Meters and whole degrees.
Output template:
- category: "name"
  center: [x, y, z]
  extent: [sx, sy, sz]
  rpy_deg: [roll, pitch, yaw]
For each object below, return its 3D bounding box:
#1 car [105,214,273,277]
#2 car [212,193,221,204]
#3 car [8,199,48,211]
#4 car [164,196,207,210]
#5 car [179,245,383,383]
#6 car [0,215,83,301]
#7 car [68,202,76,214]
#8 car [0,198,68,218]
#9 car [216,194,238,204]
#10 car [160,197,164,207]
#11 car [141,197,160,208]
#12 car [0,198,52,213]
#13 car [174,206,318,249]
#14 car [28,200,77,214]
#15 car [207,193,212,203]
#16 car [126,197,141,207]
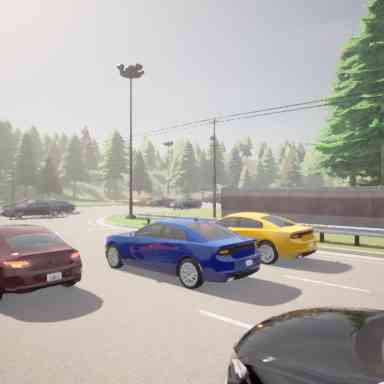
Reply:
- category: "car"
  center: [-0.505, 1.478, 9.331]
  extent: [5.008, 1.535, 1.882]
  rpy_deg: [0, 0, 43]
- category: "car"
  center: [6.790, 1.225, 61.174]
  extent: [2.150, 2.045, 5.566]
  rpy_deg: [0, 0, 43]
- category: "car"
  center: [-20.569, 1.567, 41.820]
  extent: [1.994, 1.385, 4.181]
  rpy_deg: [0, 0, 43]
- category: "car"
  center: [-0.777, 1.489, 42.649]
  extent: [2.128, 1.511, 4.902]
  rpy_deg: [0, 0, 43]
- category: "car"
  center: [2.427, 1.492, 1.977]
  extent: [4.902, 1.511, 2.128]
  rpy_deg: [0, 0, 42]
- category: "car"
  center: [-4.444, 1.526, 8.195]
  extent: [4.674, 1.442, 1.812]
  rpy_deg: [0, 0, 42]
- category: "car"
  center: [-14.016, 1.527, 33.437]
  extent: [1.812, 1.442, 4.674]
  rpy_deg: [0, 0, 43]
- category: "car"
  center: [-13.710, 1.493, 28.598]
  extent: [2.128, 1.511, 4.902]
  rpy_deg: [0, 0, 43]
- category: "car"
  center: [7.015, 1.354, 66.505]
  extent: [2.097, 1.767, 4.553]
  rpy_deg: [0, 0, 43]
- category: "car"
  center: [-1.759, 1.603, 46.751]
  extent: [1.895, 1.301, 4.718]
  rpy_deg: [0, 0, 43]
- category: "car"
  center: [-4.590, 1.494, 48.845]
  extent: [2.128, 1.511, 4.902]
  rpy_deg: [0, 0, 43]
- category: "car"
  center: [-19.028, 1.495, 38.325]
  extent: [2.128, 1.511, 4.902]
  rpy_deg: [0, 0, 43]
- category: "car"
  center: [1.855, 1.478, 11.916]
  extent: [5.008, 1.535, 1.882]
  rpy_deg: [0, 0, 43]
- category: "car"
  center: [-15.474, 1.603, 37.018]
  extent: [1.895, 1.301, 4.718]
  rpy_deg: [0, 0, 43]
- category: "car"
  center: [4.649, 1.226, 69.065]
  extent: [2.150, 2.045, 5.566]
  rpy_deg: [0, 0, 43]
- category: "car"
  center: [-7.191, 1.480, 51.186]
  extent: [1.882, 1.535, 5.008]
  rpy_deg: [0, 0, 43]
